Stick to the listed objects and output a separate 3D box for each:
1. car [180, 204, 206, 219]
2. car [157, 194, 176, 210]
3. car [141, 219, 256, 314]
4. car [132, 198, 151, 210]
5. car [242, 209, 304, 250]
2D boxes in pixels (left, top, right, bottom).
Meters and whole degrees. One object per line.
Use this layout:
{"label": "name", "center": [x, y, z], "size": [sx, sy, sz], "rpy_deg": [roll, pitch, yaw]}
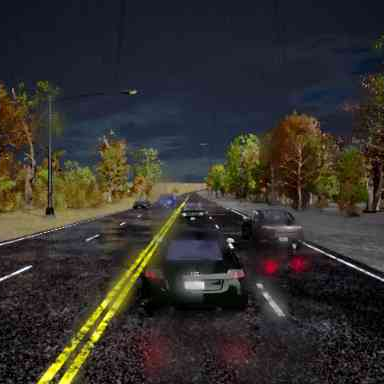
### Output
{"label": "car", "center": [0.058, 1.572, 25.981], "size": [1.895, 1.301, 4.718], "rpy_deg": [-2, 1, 0]}
{"label": "car", "center": [-3.275, 1.220, 43.418], "size": [2.150, 2.045, 5.566], "rpy_deg": [0, 0, 1]}
{"label": "car", "center": [0.057, 1.563, 7.686], "size": [1.994, 1.385, 4.181], "rpy_deg": [0, 0, 0]}
{"label": "car", "center": [-6.521, 1.541, 43.925], "size": [2.033, 1.411, 5.357], "rpy_deg": [0, 0, 0]}
{"label": "car", "center": [3.324, 1.489, 14.362], "size": [2.128, 1.511, 4.902], "rpy_deg": [0, 0, 1]}
